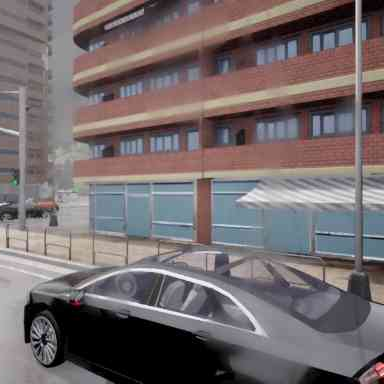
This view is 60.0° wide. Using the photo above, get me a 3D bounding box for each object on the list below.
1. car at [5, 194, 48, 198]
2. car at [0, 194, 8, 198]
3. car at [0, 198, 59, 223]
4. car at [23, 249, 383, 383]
[{"bbox_3d":[-16.249,1.352,34.471,2.097,1.767,4.553,0,0,36],"label":"car"},{"bbox_3d":[-20.174,1.221,35.029,2.150,2.045,5.566,0,0,35],"label":"car"},{"bbox_3d":[-13.455,1.477,26.057,1.882,1.535,5.008,0,0,36],"label":"car"},{"bbox_3d":[-0.172,1.491,4.112,4.902,1.511,2.128,0,0,35],"label":"car"}]
